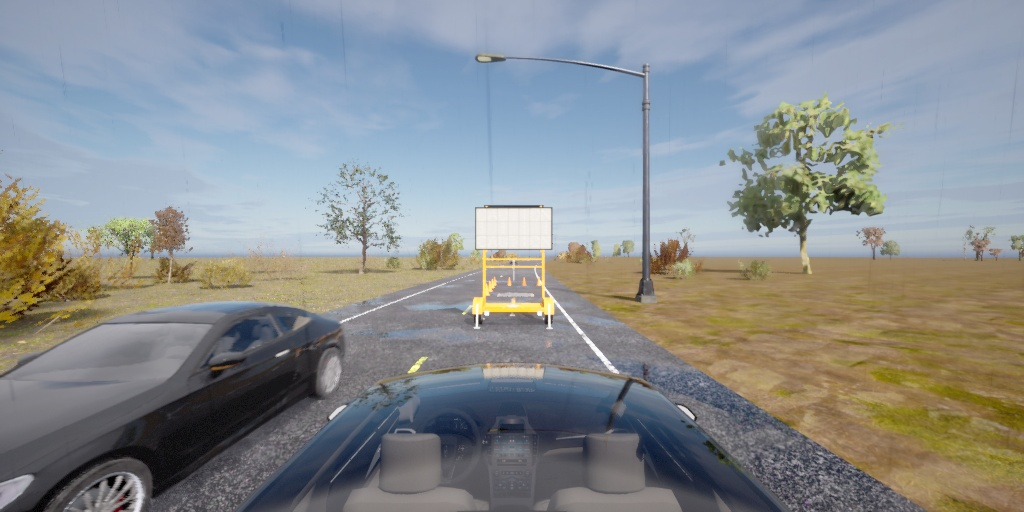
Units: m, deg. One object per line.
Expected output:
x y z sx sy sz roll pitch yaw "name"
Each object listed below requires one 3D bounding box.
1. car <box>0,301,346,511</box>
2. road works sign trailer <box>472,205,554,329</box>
-3.465 1.275 3.796 1.812 1.442 4.674 0 0 0 "car"
0.057 0.214 11.239 2.380 3.560 2.880 0 0 1 "road works sign trailer"
